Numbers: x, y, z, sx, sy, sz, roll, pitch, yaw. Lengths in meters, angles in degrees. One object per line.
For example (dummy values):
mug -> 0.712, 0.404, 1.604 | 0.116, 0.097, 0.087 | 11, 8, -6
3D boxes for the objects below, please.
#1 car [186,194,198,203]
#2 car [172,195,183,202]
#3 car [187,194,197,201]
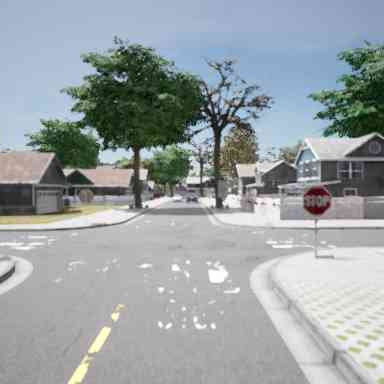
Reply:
car -> -0.014, 1.060, 59.411 | 2.097, 1.767, 4.553 | 0, 0, 0
car -> -2.765, 1.216, 63.228 | 1.812, 1.442, 4.674 | 0, 0, 0
car -> -0.016, 1.061, 69.476 | 1.994, 1.385, 4.181 | 0, 0, 0
